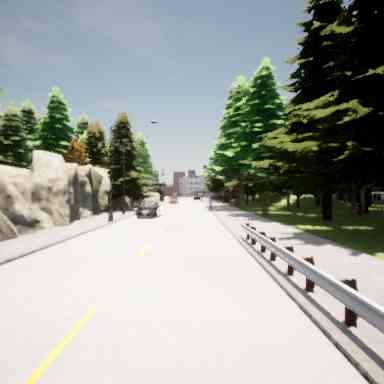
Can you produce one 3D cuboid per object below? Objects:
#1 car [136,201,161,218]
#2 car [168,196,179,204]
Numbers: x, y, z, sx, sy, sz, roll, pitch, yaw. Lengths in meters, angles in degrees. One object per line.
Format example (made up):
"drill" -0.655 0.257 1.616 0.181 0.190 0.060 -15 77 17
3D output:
"car" -3.995 1.603 30.970 2.128 1.511 4.902 0 0 0
"car" -3.732 1.635 68.125 2.097 1.767 4.553 1 -1 0
